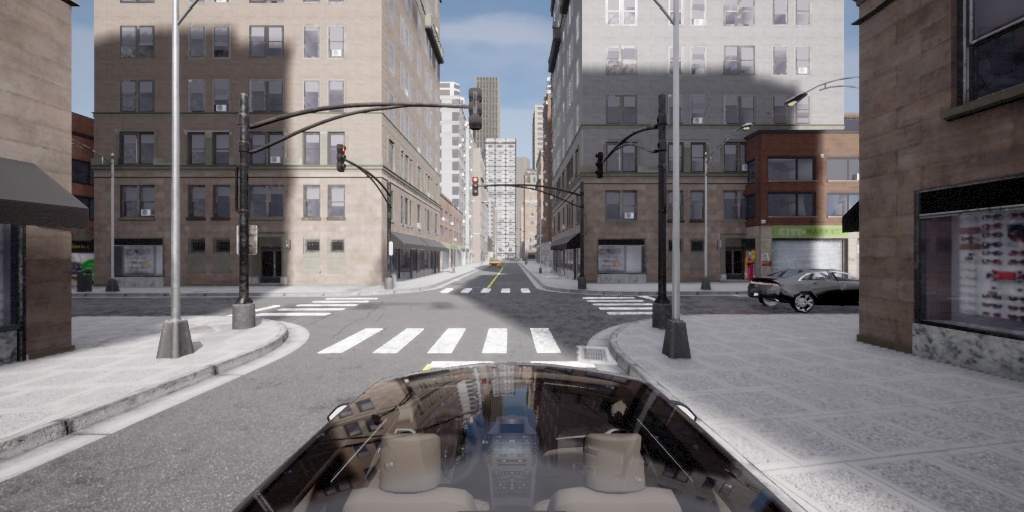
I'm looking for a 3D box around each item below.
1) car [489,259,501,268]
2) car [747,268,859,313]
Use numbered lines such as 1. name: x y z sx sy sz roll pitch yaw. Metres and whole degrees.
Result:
1. car: -2.998 1.208 62.909 1.882 1.535 5.008 0 0 0
2. car: 11.427 1.209 13.225 4.902 1.511 2.128 0 0 0
